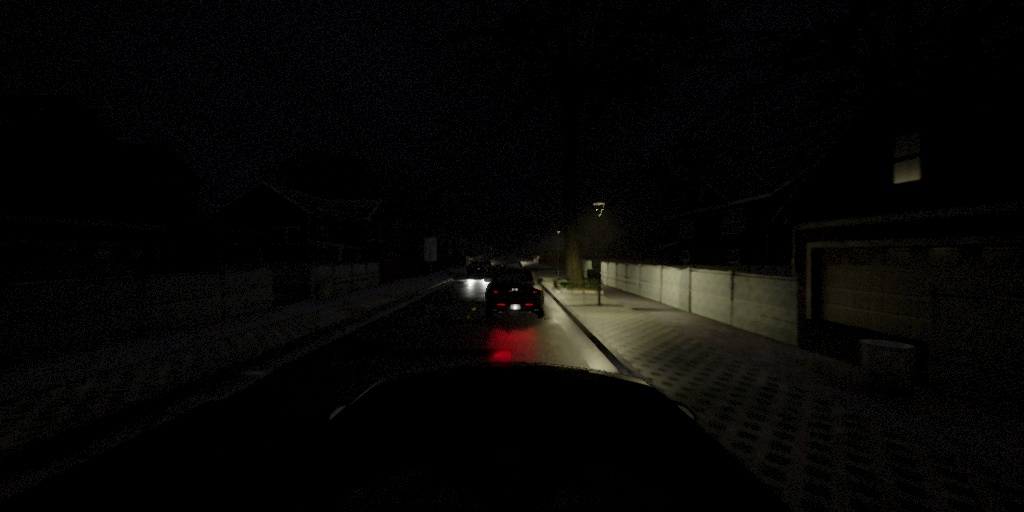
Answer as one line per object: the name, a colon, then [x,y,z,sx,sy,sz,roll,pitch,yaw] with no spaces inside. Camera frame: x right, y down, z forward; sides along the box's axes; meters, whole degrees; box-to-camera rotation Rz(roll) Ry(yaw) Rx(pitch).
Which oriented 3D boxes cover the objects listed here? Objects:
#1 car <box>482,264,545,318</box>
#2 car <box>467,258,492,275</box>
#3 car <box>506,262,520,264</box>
car: [0.094,1.198,12.782,1.837,1.490,4.892,0,1,0]
car: [-2.762,0.860,31.612,1.994,1.385,4.181,0,0,0]
car: [0.087,1.170,28.677,1.994,1.385,4.181,0,0,0]
